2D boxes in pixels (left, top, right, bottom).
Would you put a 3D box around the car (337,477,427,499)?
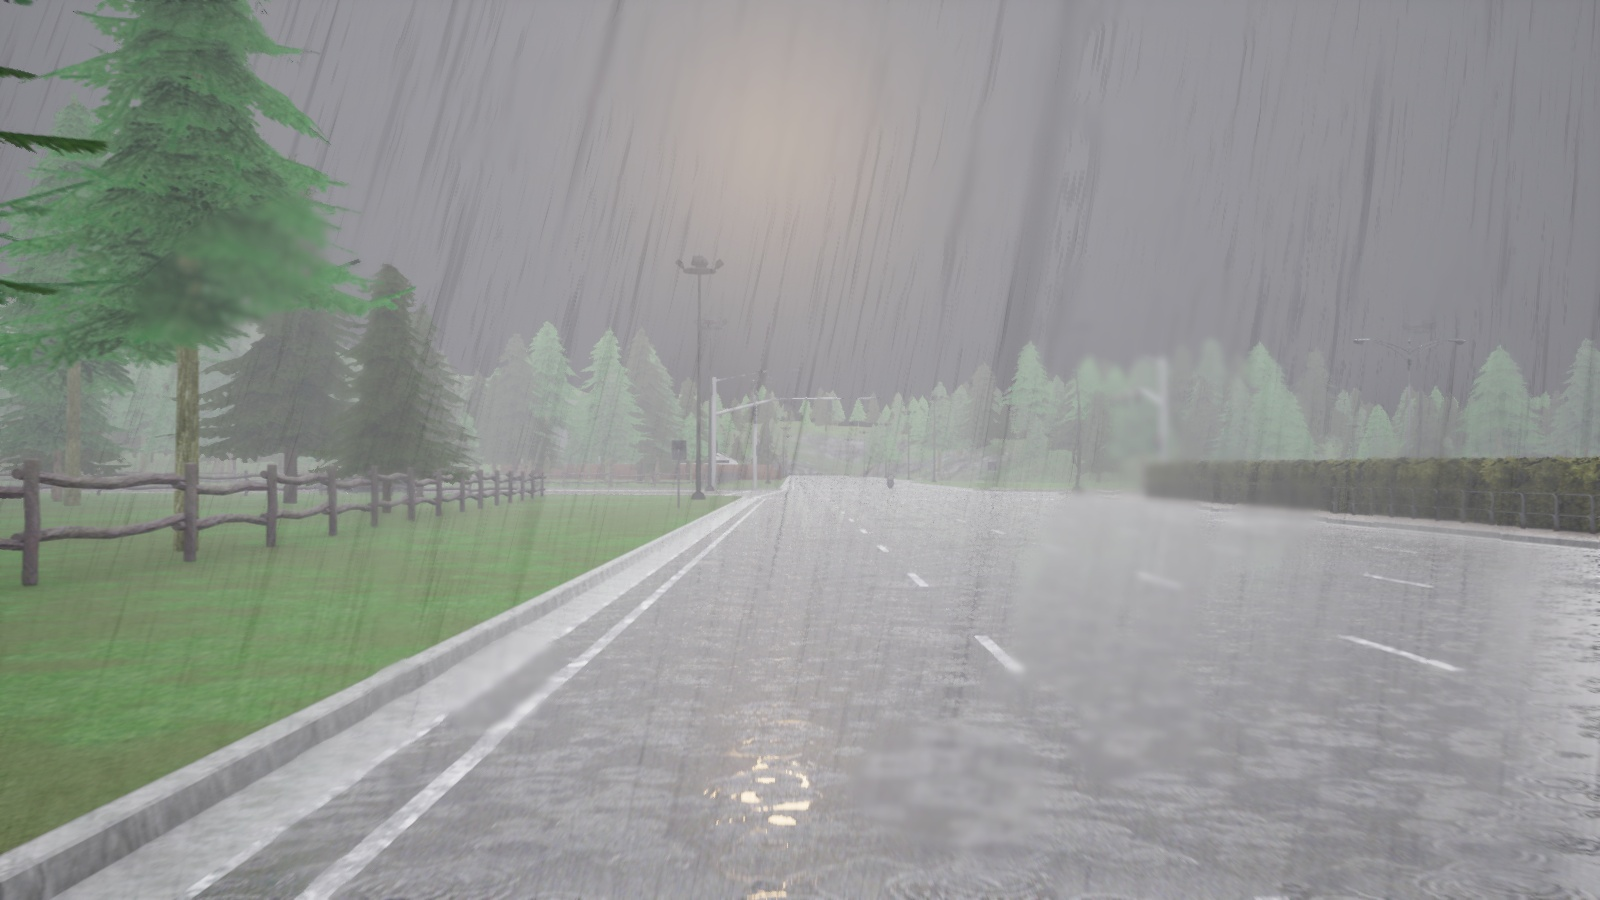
[{"bbox_3d":[-24.901,2.269,74.941,4.718,1.301,1.895,0,-1,-1],"label":"car"}]
